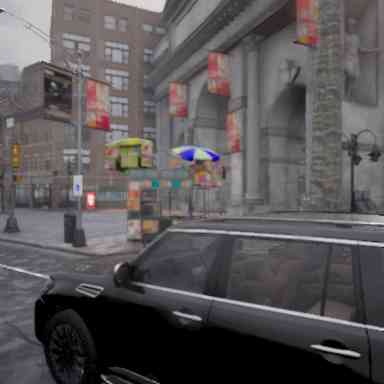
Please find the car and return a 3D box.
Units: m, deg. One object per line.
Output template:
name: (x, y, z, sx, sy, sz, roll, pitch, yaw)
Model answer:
car: (0.649, 1.221, 3.504, 5.566, 2.045, 2.150, 0, 0, 36)
